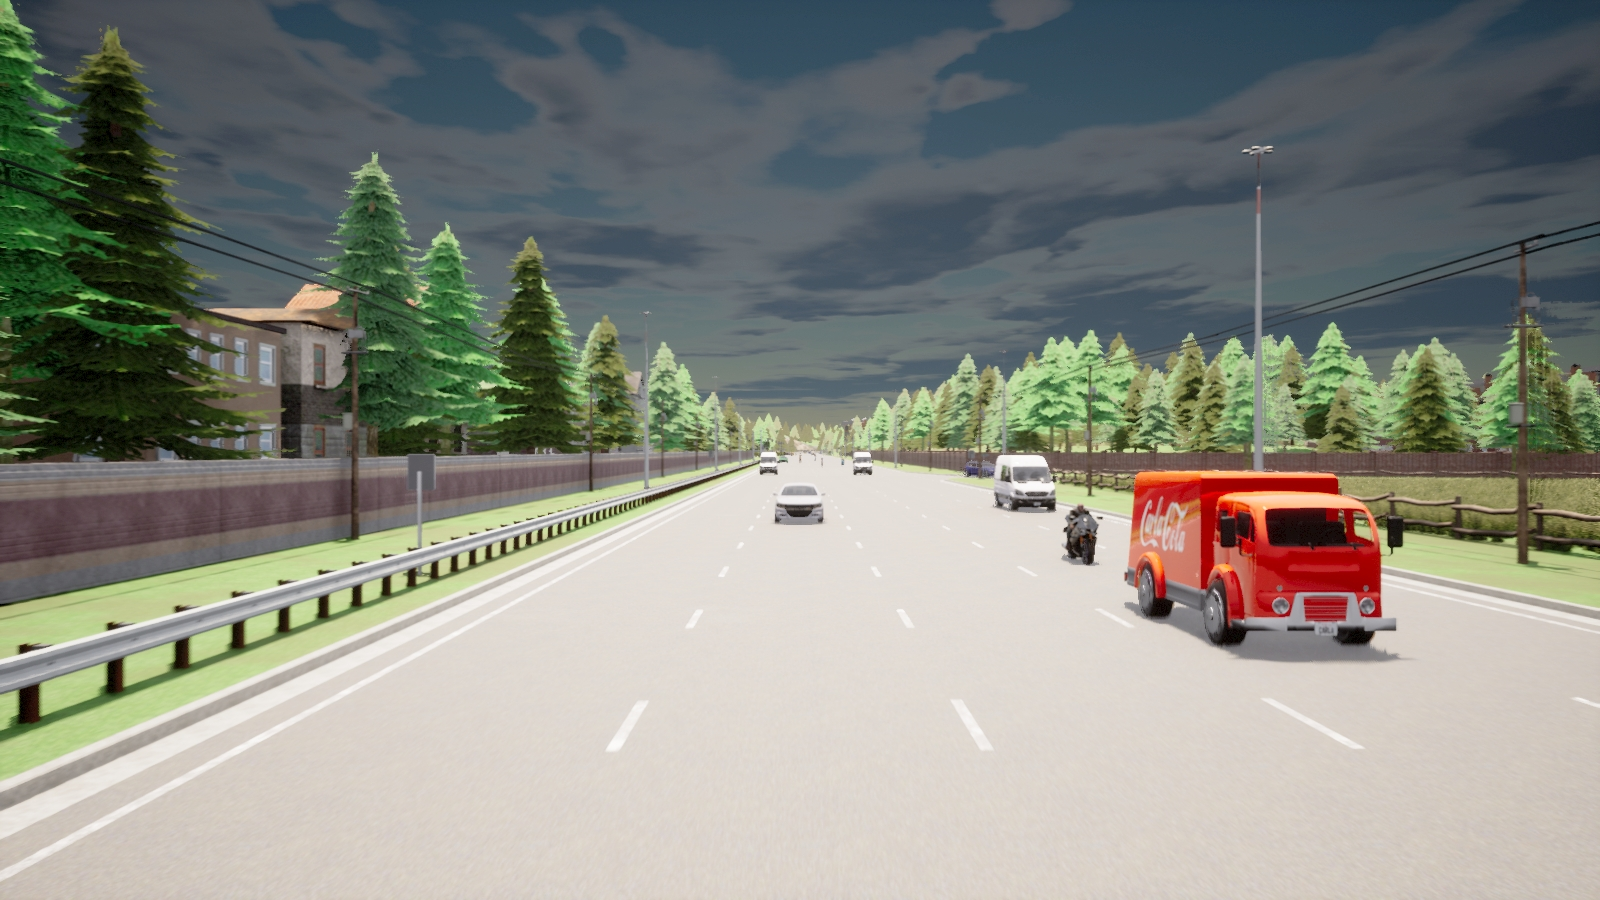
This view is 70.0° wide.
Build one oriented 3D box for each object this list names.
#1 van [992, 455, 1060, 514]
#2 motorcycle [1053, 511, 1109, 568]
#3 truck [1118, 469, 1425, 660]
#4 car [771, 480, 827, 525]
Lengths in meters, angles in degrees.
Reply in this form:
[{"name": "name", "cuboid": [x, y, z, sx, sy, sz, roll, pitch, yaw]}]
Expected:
[{"name": "van", "cuboid": [10.499, 1.534, 53.522, 1.988, 2.561, 5.915, 0, 0, 0]}, {"name": "motorcycle", "cuboid": [7.002, 2.205, 28.556, 0.867, 1.251, 2.209, 0, 0, 0]}, {"name": "truck", "cuboid": [6.999, 1.571, 17.813, 2.627, 2.467, 5.204, 0, 0, 0]}, {"name": "car", "cuboid": [-0.027, 2.034, 44.982, 2.097, 1.535, 5.006, 0, 0, 0]}]
